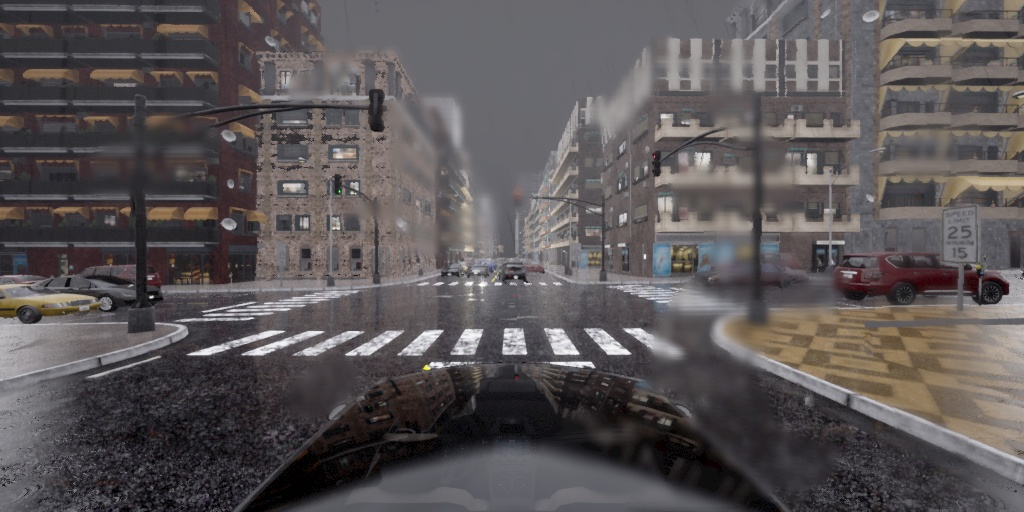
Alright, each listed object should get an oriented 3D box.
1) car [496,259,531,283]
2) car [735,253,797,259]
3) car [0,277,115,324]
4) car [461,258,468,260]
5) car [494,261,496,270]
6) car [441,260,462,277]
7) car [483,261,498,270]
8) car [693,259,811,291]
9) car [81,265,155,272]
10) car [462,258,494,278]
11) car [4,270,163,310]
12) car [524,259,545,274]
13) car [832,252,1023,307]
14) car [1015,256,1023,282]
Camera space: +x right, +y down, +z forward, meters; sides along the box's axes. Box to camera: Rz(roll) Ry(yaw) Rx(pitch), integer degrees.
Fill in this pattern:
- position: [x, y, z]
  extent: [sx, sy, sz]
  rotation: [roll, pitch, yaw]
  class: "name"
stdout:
- position: [0.049, 1.262, 28.162]
  extent: [1.837, 1.490, 4.892]
  rotation: [-2, 0, -5]
  class: "car"
- position: [14.537, 0.759, 21.497]
  extent: [5.009, 1.841, 2.192]
  rotation: [0, 0, -1]
  class: "car"
- position: [-17.651, 1.585, 12.771]
  extent: [4.829, 1.417, 1.751]
  rotation: [0, 0, -1]
  class: "car"
- position: [-5.767, 1.284, 40.633]
  extent: [1.751, 1.417, 4.829]
  rotation: [0, 0, 0]
  class: "car"
- position: [-3.181, 1.237, 43.418]
  extent: [1.882, 1.535, 5.008]
  rotation: [0, 0, 0]
  class: "car"
- position: [-5.756, 1.322, 35.120]
  extent: [1.948, 1.339, 4.313]
  rotation: [0, 0, 0]
  class: "car"
- position: [-3.194, 1.365, 53.415]
  extent: [1.895, 1.301, 4.718]
  rotation: [0, 0, 0]
  class: "car"
- position: [12.509, 1.035, 18.837]
  extent: [5.357, 1.411, 2.033]
  rotation: [-1, 0, -2]
  class: "car"
- position: [-23.637, 1.462, 21.055]
  extent: [5.009, 1.841, 2.192]
  rotation: [0, 0, -1]
  class: "car"
- position: [-3.163, 1.247, 33.996]
  extent: [2.128, 1.511, 4.902]
  rotation: [0, 0, 0]
  class: "car"
- position: [-17.895, 1.560, 15.355]
  extent: [4.892, 1.490, 1.837]
  rotation: [-1, 0, -1]
  class: "car"
- position: [2.613, 1.198, 40.822]
  extent: [1.967, 1.591, 4.097]
  rotation: [0, 0, 0]
  class: "car"
- position: [14.688, 0.775, 13.118]
  extent: [5.009, 1.841, 2.192]
  rotation: [0, 0, -1]
  class: "car"
- position: [30.329, 0.679, 19.070]
  extent: [4.674, 1.442, 1.812]
  rotation: [-1, 0, -1]
  class: "car"
